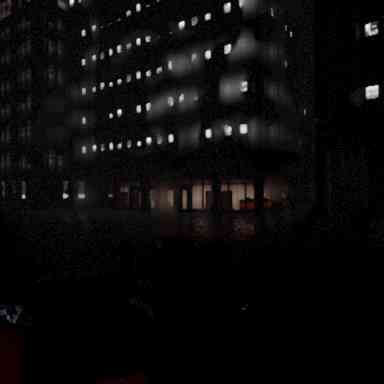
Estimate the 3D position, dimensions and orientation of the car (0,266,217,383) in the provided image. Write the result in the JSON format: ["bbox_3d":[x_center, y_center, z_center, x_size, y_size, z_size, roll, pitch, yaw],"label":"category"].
[{"bbox_3d":[-1.689,1.600,4.080,4.206,1.307,1.802,0,0,35],"label":"car"}]
